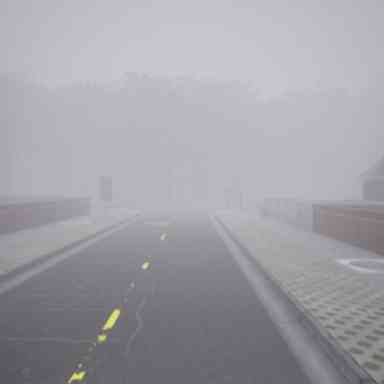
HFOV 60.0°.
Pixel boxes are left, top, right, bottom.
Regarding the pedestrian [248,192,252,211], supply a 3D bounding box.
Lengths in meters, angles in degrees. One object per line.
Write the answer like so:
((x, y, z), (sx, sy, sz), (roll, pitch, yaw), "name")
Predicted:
((5.507, 0.916, 31.603), (0.375, 1.860, 0.375), (-1, 2, 0), "pedestrian")

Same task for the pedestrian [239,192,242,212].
((4.508, 0.919, 31.003), (0.375, 1.860, 0.375), (-1, 2, 0), "pedestrian")

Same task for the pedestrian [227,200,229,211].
((3.507, 1.302, 32.215), (0.500, 1.100, 0.500), (-1, 2, 0), "pedestrian")
